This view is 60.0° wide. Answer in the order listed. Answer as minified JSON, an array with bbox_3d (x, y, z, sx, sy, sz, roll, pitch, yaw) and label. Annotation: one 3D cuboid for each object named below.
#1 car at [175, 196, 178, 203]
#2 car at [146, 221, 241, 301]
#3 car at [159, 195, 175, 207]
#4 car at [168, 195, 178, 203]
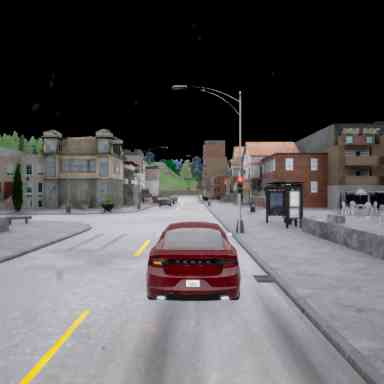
[{"bbox_3d":[-4.072,1.601,61.273,1.895,1.301,4.718,0,0,0],"label":"car"},{"bbox_3d":[0.048,1.478,8.396,1.882,1.535,5.008,0,0,1],"label":"car"},{"bbox_3d":[-4.110,1.505,51.968,1.837,1.490,4.892,0,0,0],"label":"car"},{"bbox_3d":[-4.015,1.500,71.640,1.837,1.490,4.892,0,0,0],"label":"car"}]
